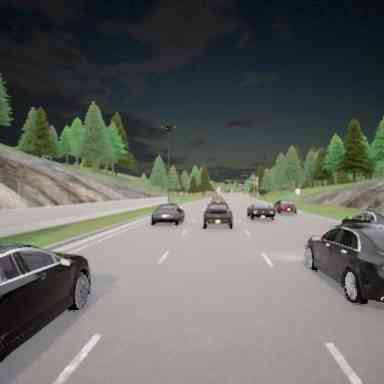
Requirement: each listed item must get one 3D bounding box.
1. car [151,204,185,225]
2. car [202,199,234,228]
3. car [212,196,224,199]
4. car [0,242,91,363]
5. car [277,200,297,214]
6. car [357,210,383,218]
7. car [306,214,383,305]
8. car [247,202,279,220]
[{"bbox_3d":[-1.656,1.542,23.848,1.994,1.385,4.181,0,0,4],"label":"car"},{"bbox_3d":[1.730,1.498,22.191,1.837,1.490,4.892,0,0,4],"label":"car"},{"bbox_3d":[3.299,1.343,42.406,2.097,1.767,4.553,0,0,4],"label":"car"},{"bbox_3d":[-3.057,1.474,4.847,2.128,1.511,4.902,0,0,3],"label":"car"},{"bbox_3d":[9.737,1.551,35.103,1.812,1.442,4.674,0,0,4],"label":"car"},{"bbox_3d":[8.171,1.522,14.601,2.128,1.511,4.902,0,0,4],"label":"car"},{"bbox_3d":[4.209,1.520,8.068,1.837,1.490,4.892,0,0,4],"label":"car"},{"bbox_3d":[5.679,1.611,27.921,1.895,1.301,4.718,0,0,4],"label":"car"}]
